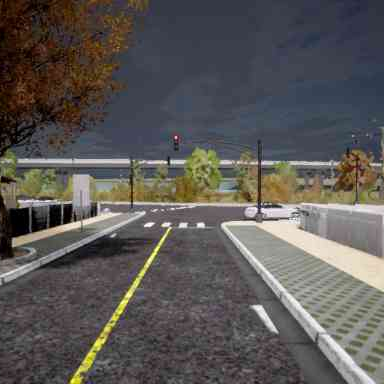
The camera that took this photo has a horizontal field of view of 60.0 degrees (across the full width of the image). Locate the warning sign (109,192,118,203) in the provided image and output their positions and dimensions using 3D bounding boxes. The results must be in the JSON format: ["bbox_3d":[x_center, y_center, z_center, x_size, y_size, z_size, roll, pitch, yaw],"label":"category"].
[{"bbox_3d":[-14.247,0.995,60.260,1.060,1.860,1.300,2,1,36],"label":"warning sign"}]

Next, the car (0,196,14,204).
[{"bbox_3d":[-40.872,1.720,72.047,4.902,1.511,2.128,-1,2,36],"label":"car"}]

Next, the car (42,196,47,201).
[{"bbox_3d":[-30.523,1.600,68.545,4.892,1.490,1.837,-1,2,36],"label":"car"}]

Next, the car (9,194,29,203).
[{"bbox_3d":[-38.943,1.440,74.653,4.553,1.767,2.097,-1,2,36],"label":"car"}]

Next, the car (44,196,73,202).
[{"bbox_3d":[-18.513,1.757,47.653,5.008,1.535,1.882,0,2,36],"label":"car"}]

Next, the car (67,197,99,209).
[{"bbox_3d":[-16.510,1.647,50.215,5.008,1.535,1.882,0,2,36],"label":"car"}]

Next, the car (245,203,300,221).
[{"bbox_3d":[6.819,1.614,27.819,4.674,1.442,1.812,-1,0,-6],"label":"car"}]

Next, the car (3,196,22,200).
[{"bbox_3d":[-32.172,1.879,57.654,5.008,1.535,1.882,0,2,37],"label":"car"}]

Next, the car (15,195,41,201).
[{"bbox_3d":[-30.166,1.837,60.241,5.357,1.411,2.033,-1,2,36],"label":"car"}]
